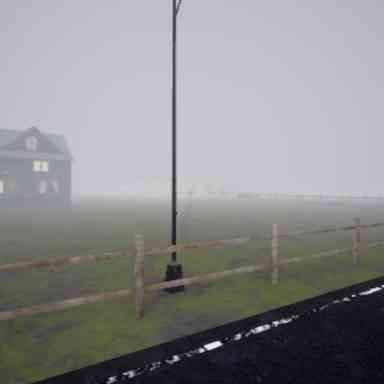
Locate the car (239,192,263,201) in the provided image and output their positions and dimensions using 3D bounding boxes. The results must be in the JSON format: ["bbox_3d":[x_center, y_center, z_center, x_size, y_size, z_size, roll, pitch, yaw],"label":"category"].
[{"bbox_3d":[10.356,0.710,58.680,2.128,1.511,4.902,0,1,-35],"label":"car"}]
